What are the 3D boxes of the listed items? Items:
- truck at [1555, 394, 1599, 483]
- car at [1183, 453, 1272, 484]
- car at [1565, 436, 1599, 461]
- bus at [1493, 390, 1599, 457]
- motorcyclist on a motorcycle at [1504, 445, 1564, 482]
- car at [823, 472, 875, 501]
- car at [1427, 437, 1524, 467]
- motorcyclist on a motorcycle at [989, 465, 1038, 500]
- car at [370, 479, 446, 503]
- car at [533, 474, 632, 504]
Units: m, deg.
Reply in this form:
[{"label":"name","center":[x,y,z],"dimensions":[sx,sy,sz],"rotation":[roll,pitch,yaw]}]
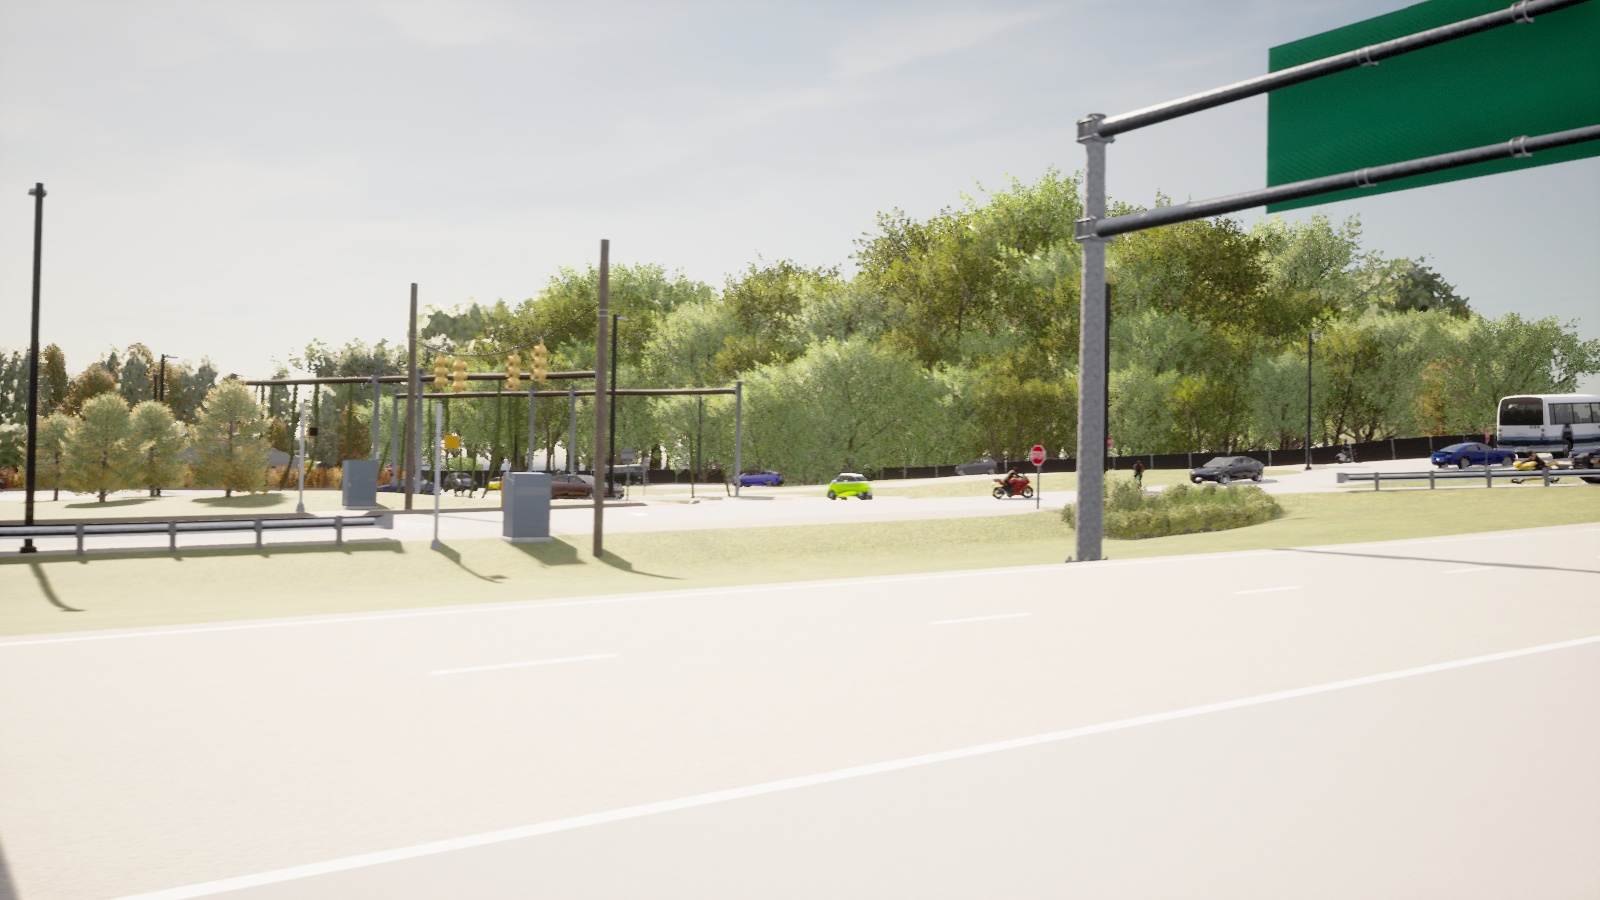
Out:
[{"label":"truck","center":[35.266,-0.568,50.308],"dimensions":[7.936,3.462,2.891],"rotation":[-2,-1,11]},{"label":"car","center":[23.556,0.996,69.183],"dimensions":[4.792,1.488,2.163],"rotation":[-3,1,-34]},{"label":"car","center":[48.322,-0.102,73.831],"dimensions":[2.033,1.411,5.357],"rotation":[-3,1,-33]},{"label":"bus","center":[51.567,-1.838,84.925],"dimensions":[10.273,4.253,3.944],"rotation":[-2,1,-34]},{"label":"motorcyclist on a motorcycle","center":[31.900,0.602,54.611],"dimensions":[2.044,1.523,0.797],"rotation":[-2,-2,11]},{"label":"car","center":[2.482,1.847,63.467],"dimensions":[2.207,1.376,1.481],"rotation":[-2,-2,29]},{"label":"car","center":[40.393,0.121,75.134],"dimensions":[5.008,1.535,1.882],"rotation":[-3,1,-12]},{"label":"motorcyclist on a motorcycle","center":[9.797,1.467,57.695],"dimensions":[2.044,1.523,0.797],"rotation":[-1,0,-9]},{"label":"car","center":[-24.564,2.554,78.694],"dimensions":[4.674,1.442,1.812],"rotation":[-1,-2,29]},{"label":"car","center":[-11.398,2.043,65.639],"dimensions":[4.792,1.488,2.163],"rotation":[-2,-2,29]}]
